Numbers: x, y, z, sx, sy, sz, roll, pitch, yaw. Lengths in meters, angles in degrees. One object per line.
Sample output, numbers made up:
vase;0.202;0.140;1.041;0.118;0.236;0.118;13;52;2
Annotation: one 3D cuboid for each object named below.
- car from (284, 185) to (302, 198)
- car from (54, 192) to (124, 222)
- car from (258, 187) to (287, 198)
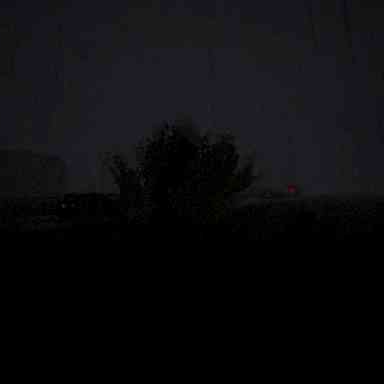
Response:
car;16.389;-0.166;54.450;2.150;2.045;5.566;2;2;31
car;-6.209;0.807;21.016;2.097;1.767;4.553;2;2;36
car;10.844;0.378;45.656;2.033;1.411;5.357;2;2;33
